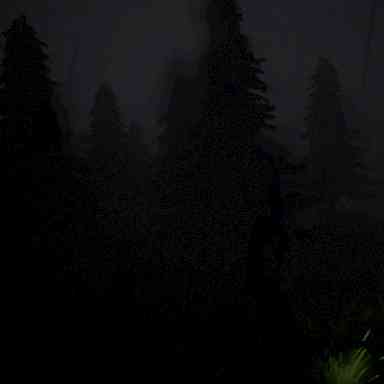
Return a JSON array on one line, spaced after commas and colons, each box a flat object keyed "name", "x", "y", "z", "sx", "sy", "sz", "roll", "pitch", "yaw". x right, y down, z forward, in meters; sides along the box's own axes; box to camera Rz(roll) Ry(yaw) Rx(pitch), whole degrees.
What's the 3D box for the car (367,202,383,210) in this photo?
[{"name": "car", "x": 21.759, "y": 1.839, "z": 38.906, "sx": 1.895, "sy": 1.301, "sz": 4.718, "roll": -3, "pitch": -2, "yaw": 12}]
